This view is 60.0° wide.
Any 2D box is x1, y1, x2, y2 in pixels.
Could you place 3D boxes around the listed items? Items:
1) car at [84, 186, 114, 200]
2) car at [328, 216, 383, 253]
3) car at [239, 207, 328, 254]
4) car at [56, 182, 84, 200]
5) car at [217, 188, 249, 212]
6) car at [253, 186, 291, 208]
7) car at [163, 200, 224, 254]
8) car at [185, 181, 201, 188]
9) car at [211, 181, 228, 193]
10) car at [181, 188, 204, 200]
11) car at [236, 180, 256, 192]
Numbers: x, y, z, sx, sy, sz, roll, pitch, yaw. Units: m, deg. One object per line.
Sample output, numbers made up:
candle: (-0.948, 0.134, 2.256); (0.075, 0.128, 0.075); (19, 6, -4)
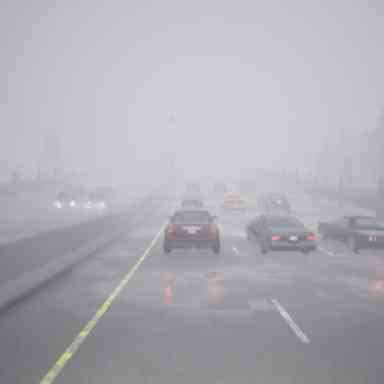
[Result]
car: (-10.414, 0.043, 38.259); (1.895, 1.301, 4.718); (0, 6, 1)
car: (6.997, 1.660, 14.084); (1.895, 1.301, 4.718); (0, 1, 0)
car: (3.496, 1.608, 13.962); (2.033, 1.411, 5.357); (0, 1, 0)
car: (-13.914, -0.213, 38.315); (2.097, 1.767, 4.553); (0, 7, 1)
car: (3.553, 0.794, 29.338); (1.882, 1.535, 5.008); (0, 5, 1)
car: (7.047, 0.696, 28.946); (2.097, 1.767, 4.553); (0, 4, 0)
car: (-0.002, 1.409, 14.051); (2.097, 1.767, 4.553); (0, 1, 0)
car: (0.123, -0.737, 43.994); (2.128, 1.511, 4.902); (0, 7, 0)
car: (3.623, -0.737, 43.975); (2.128, 1.511, 4.902); (0, 7, 0)
car: (0.053, 0.795, 29.353); (1.882, 1.535, 5.008); (0, 5, 0)
car: (7.123, -0.874, 43.910); (2.097, 1.767, 4.553); (0, 7, 0)
